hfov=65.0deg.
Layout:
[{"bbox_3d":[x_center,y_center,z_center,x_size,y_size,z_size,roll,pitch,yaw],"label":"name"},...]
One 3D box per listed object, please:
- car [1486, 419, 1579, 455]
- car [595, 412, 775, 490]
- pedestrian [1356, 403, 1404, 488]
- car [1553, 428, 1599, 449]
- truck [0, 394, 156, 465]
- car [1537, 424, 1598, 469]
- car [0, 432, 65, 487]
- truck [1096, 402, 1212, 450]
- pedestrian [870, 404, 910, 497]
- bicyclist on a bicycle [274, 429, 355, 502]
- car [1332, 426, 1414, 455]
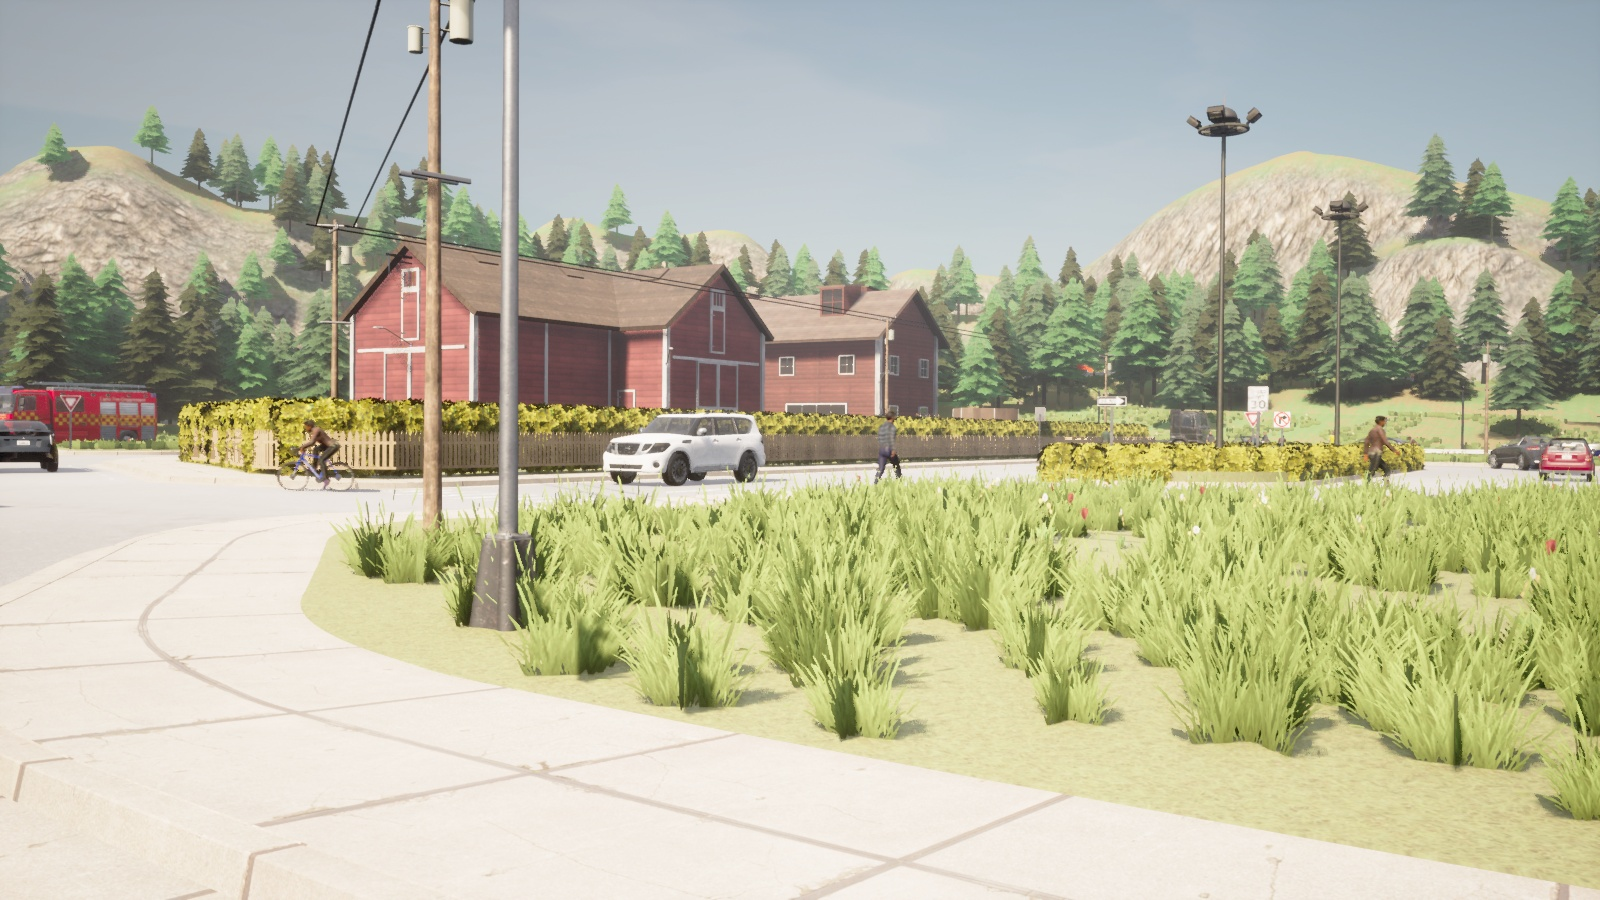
[{"bbox_3d":[35.262,-0.637,60.619,2.152,1.651,5.027,0,1,8],"label":"car"},{"bbox_3d":[-3.183,-0.013,36.051,2.150,2.045,5.566,0,1,33],"label":"car"},{"bbox_3d":[12.382,-0.092,26.833,0.869,1.805,0.328,0,1,4],"label":"pedestrian"},{"bbox_3d":[50.155,-0.701,79.009,4.718,1.301,1.895,0,1,34],"label":"car"},{"bbox_3d":[-42.204,-1.183,72.561,2.891,3.827,8.468,0,1,34],"label":"truck"},{"bbox_3d":[27.841,-0.164,45.534,1.789,1.549,3.705,0,1,33],"label":"car"},{"bbox_3d":[-23.140,0.236,37.163,2.007,1.525,4.514,-1,1,-35],"label":"car"},{"bbox_3d":[26.601,-1.782,94.525,7.936,3.462,2.891,0,1,33],"label":"truck"},{"bbox_3d":[1.931,0.002,26.877,0.788,1.949,0.423,-1,1,-44],"label":"pedestrian"},{"bbox_3d":[-10.965,0.345,28.385,1.656,1.620,0.582,0,0,-15],"label":"bicyclist on a bicycle"},{"bbox_3d":[31.191,-0.506,68.387,3.705,1.549,1.789,0,1,44],"label":"car"}]
